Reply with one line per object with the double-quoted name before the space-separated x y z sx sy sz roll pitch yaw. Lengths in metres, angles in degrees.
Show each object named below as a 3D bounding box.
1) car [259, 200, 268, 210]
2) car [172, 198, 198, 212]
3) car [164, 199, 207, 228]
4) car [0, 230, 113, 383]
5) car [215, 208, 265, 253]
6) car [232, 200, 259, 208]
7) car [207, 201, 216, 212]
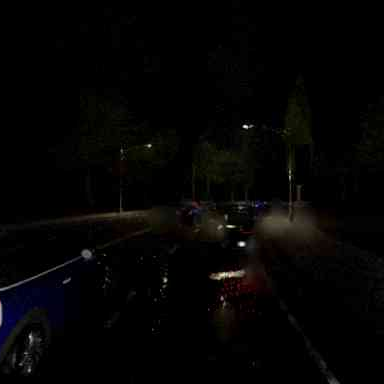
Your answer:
"car" 9.531 1.889 47.444 1.994 1.385 4.181 -1 -1 20
"car" -0.918 1.766 47.297 2.097 1.767 4.553 -1 0 20
"car" -0.503 1.573 24.334 2.097 1.767 4.553 0 0 11
"car" -2.865 1.410 5.611 2.097 1.767 4.553 0 -1 2
"car" 2.079 1.646 14.369 1.837 1.490 4.892 0 0 7
"car" 5.489 1.755 35.669 2.128 1.511 4.902 -1 0 19
"car" 1.840 1.921 45.418 2.033 1.411 5.357 -1 -1 20
